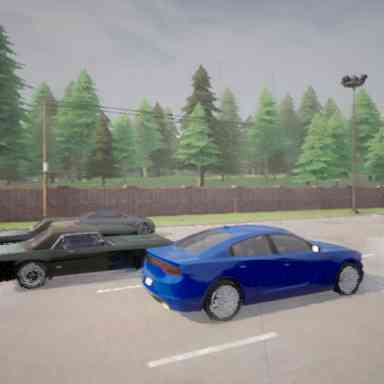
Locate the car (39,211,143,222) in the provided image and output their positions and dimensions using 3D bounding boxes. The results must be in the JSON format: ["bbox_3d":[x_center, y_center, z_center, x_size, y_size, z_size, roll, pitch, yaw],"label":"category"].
[{"bbox_3d":[-4.323,1.576,12.081,4.718,1.301,1.895,0,0,-26],"label":"car"}]

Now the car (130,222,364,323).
[{"bbox_3d":[1.438,1.443,7.093,5.008,1.535,1.882,0,0,-26],"label":"car"}]

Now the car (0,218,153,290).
[{"bbox_3d":[-2.786,1.581,8.935,4.718,1.301,1.895,0,0,-26],"label":"car"}]

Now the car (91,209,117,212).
[{"bbox_3d":[-3.920,1.521,16.165,4.181,1.385,1.994,0,0,-26],"label":"car"}]
